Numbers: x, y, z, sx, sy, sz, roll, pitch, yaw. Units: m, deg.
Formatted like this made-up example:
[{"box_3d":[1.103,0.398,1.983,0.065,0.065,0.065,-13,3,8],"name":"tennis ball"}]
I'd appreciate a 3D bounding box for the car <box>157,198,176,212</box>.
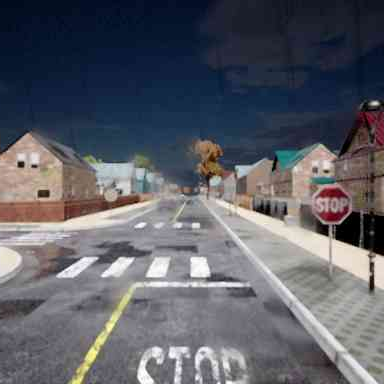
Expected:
[{"box_3d":[-2.657,1.378,35.684,2.033,1.411,5.357,0,0,0],"name":"car"}]
